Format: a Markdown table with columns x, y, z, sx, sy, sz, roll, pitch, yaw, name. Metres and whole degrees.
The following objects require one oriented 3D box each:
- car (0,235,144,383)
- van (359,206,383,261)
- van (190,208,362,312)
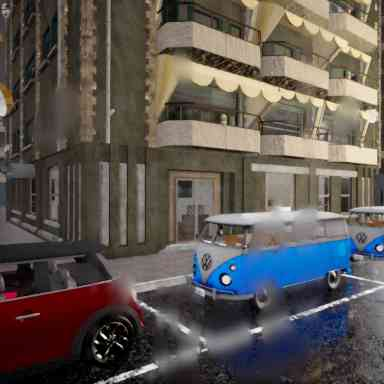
| x | y | z | sx | sy | sz | roll | pitch | yaw | name |
| --- | --- | --- | --- | --- | --- | --- | --- | --- | --- |
| -2.765 | 1.440 | 4.121 | 4.097 | 1.590 | 1.967 | 0 | 0 | -36 | car |
| 6.485 | 1.345 | 10.749 | 3.998 | 1.788 | 1.690 | 0 | 0 | -36 | van |
| 1.860 | 1.343 | 7.435 | 3.998 | 1.788 | 1.690 | 0 | 0 | -36 | van |
